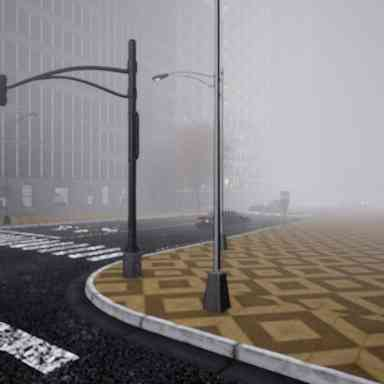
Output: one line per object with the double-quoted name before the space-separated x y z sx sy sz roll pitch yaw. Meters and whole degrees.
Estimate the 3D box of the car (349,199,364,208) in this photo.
"car" 42.018 3.156 84.528 1.882 1.535 5.008 0 -1 33

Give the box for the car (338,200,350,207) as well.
"car" 39.288 3.217 86.291 2.033 1.411 5.357 0 -1 33

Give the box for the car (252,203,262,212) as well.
"car" 10.816 2.512 54.199 1.994 1.385 4.181 0 -1 33

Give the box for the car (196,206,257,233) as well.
"car" 2.322 1.950 23.085 2.033 1.411 5.357 0 -1 33

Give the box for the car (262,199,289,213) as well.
"car" 13.532 2.170 52.415 2.150 2.045 5.566 0 -1 33
